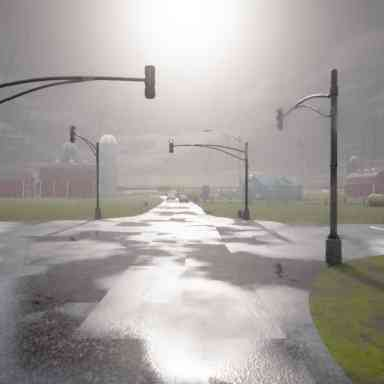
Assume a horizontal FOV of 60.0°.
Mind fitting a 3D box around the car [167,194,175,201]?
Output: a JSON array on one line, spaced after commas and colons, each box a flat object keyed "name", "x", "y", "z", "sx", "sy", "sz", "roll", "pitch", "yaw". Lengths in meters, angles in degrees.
[{"name": "car", "x": -4.655, "y": 1.182, "z": 74.000, "sx": 1.812, "sy": 1.442, "sz": 4.674, "roll": 0, "pitch": 0, "yaw": -3}]

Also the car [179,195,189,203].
[{"name": "car", "x": -1.670, "y": 1.624, "z": 69.999, "sx": 1.895, "sy": 1.301, "sz": 4.718, "roll": 0, "pitch": 0, "yaw": -3}]

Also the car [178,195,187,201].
[{"name": "car", "x": -2.274, "y": 1.464, "z": 79.983, "sx": 1.837, "sy": 1.490, "sz": 4.892, "roll": 0, "pitch": 0, "yaw": -4}]
